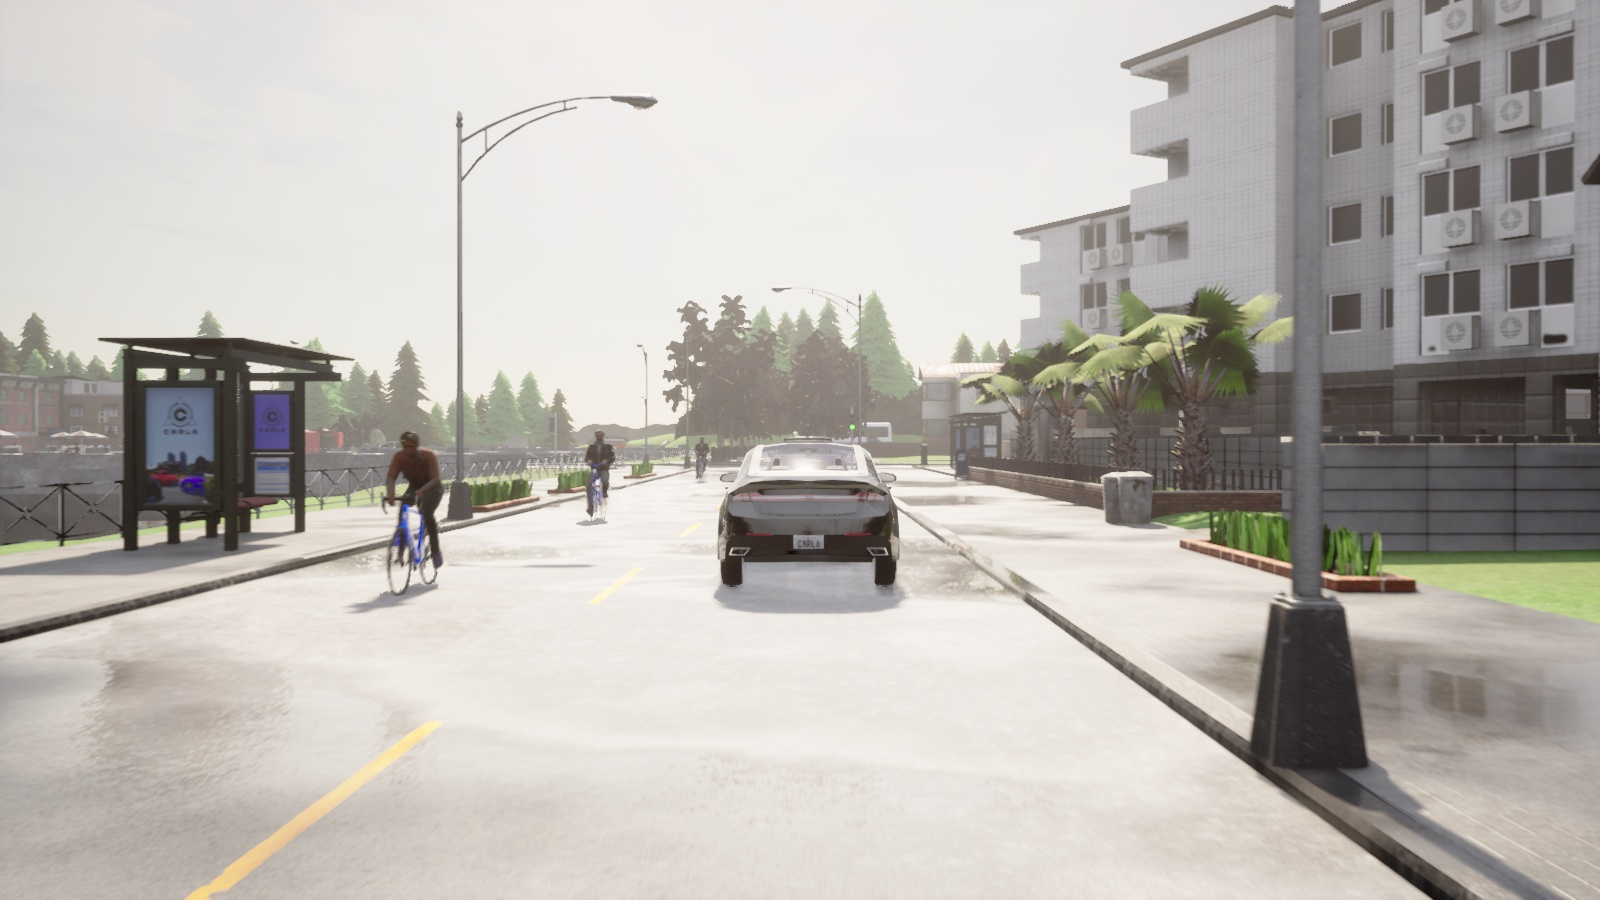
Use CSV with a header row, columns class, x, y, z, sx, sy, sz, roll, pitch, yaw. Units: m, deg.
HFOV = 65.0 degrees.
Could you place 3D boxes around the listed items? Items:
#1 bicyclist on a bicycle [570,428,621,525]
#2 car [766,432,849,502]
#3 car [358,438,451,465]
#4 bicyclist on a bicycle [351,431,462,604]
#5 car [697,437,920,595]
class,x,y,z,sx,sy,sz,roll,pitch,yaw
bicyclist on a bicycle,-3.853,0.479,23.792,0.659,1.776,1.843,0,0,0
car,0.201,0.414,33.706,2.097,1.767,4.553,0,0,0
car,-24.220,0.069,77.088,5.027,1.651,2.152,0,0,0
bicyclist on a bicycle,-3.913,0.625,12.603,0.582,1.620,1.656,0,1,0
car,0.095,0.621,14.468,2.128,1.511,4.902,0,0,0
